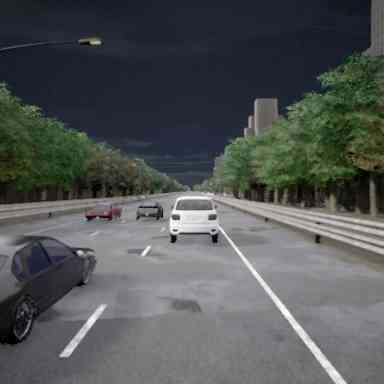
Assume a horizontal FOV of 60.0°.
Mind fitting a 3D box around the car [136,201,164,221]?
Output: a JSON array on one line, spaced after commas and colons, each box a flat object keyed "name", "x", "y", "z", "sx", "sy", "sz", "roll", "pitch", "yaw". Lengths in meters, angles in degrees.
[{"name": "car", "x": -3.399, "y": 1.503, "z": 27.618, "sx": 2.128, "sy": 1.511, "sz": 4.902, "roll": 0, "pitch": 0, "yaw": 0}]

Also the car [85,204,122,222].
[{"name": "car", "x": -6.899, "y": 1.611, "z": 26.552, "sx": 1.895, "sy": 1.301, "sz": 4.718, "roll": 0, "pitch": 0, "yaw": 0}]

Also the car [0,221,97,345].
[{"name": "car", "x": -3.400, "y": 1.550, "z": 6.306, "sx": 2.033, "sy": 1.411, "sz": 5.357, "roll": 0, "pitch": 0, "yaw": 0}]

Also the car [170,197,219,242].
[{"name": "car", "x": 0.100, "y": 1.228, "z": 16.530, "sx": 2.150, "sy": 2.045, "sz": 5.566, "roll": 0, "pitch": 0, "yaw": 0}]

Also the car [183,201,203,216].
[{"name": "car", "x": 0.100, "y": 1.614, "z": 33.452, "sx": 1.895, "sy": 1.301, "sz": 4.718, "roll": 0, "pitch": 0, "yaw": 0}]
